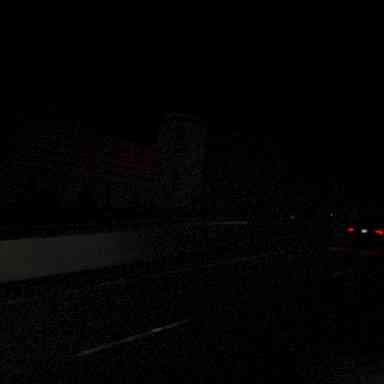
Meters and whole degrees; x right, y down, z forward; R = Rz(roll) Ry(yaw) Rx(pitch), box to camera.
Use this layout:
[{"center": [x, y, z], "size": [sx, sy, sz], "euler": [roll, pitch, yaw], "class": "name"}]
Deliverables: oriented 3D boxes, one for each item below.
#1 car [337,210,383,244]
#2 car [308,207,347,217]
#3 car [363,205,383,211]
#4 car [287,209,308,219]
[{"center": [9.546, 1.795, 16.327], "size": [5.357, 1.411, 2.033], "euler": [0, -2, -40], "class": "car"}, {"center": [14.456, 2.350, 34.281], "size": [4.553, 1.767, 2.097], "euler": [5, -4, -39], "class": "car"}, {"center": [18.682, 2.323, 33.223], "size": [5.566, 2.045, 2.150], "euler": [6, -5, -39], "class": "car"}, {"center": [12.593, 2.601, 37.274], "size": [4.902, 1.511, 2.128], "euler": [5, -4, -39], "class": "car"}]
